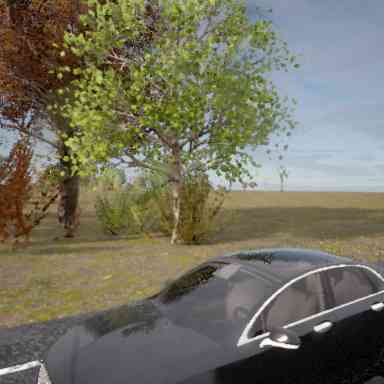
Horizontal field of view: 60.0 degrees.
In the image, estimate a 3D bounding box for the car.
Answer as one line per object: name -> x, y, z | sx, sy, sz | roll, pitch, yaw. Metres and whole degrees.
car -> 0.845, 1.512, 3.967 | 4.892, 1.490, 1.837 | 0, 0, -32
